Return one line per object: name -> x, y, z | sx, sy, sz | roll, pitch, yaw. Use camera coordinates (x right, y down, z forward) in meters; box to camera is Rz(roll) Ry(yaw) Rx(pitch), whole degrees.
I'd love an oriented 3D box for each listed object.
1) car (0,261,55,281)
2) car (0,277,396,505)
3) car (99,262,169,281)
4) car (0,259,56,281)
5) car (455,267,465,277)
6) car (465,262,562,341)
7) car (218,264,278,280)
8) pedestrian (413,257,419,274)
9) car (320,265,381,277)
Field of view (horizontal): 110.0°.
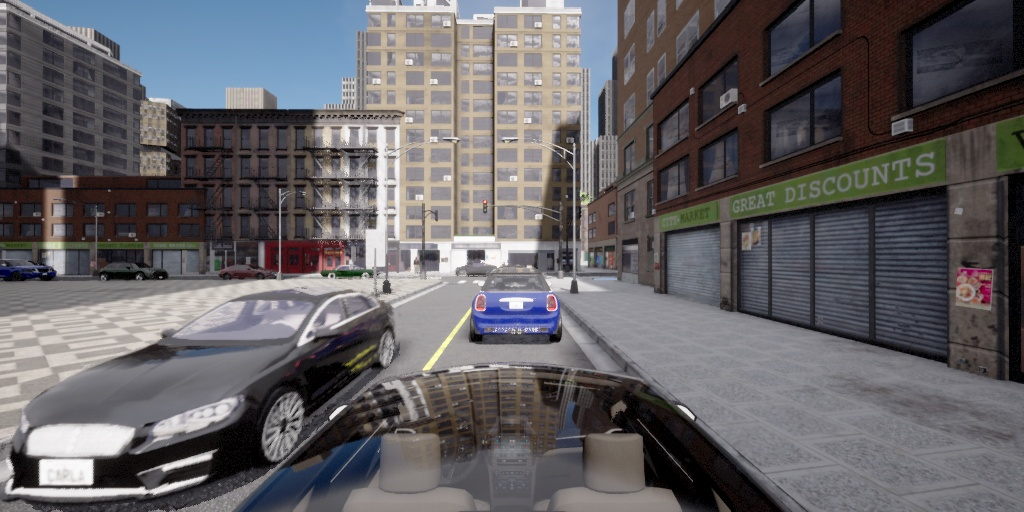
car -> -47.852, 1.416, 34.646 | 4.553, 1.767, 2.097 | 0, 0, -1
car -> -3.105, 1.241, 4.944 | 2.128, 1.511, 4.902 | 0, 0, 0
car -> -33.287, 1.323, 31.671 | 4.553, 1.767, 2.097 | 0, 0, -1
car -> -43.908, 1.256, 31.551 | 5.566, 2.045, 2.150 | 0, 0, 0
car -> -3.491, 1.327, 35.310 | 4.181, 1.385, 1.994 | 0, 0, -1
car -> 0.085, 1.101, 9.979 | 2.097, 1.767, 4.553 | 0, 0, 0
car -> -23.339, 1.433, 31.829 | 4.674, 1.442, 1.812 | 0, 0, -1
pedestrian -> -10.244, 0.969, 38.247 | 0.375, 1.860, 0.375 | 0, 0, -1
car -> -14.269, 1.442, 31.948 | 4.718, 1.301, 1.895 | 0, 0, -1
